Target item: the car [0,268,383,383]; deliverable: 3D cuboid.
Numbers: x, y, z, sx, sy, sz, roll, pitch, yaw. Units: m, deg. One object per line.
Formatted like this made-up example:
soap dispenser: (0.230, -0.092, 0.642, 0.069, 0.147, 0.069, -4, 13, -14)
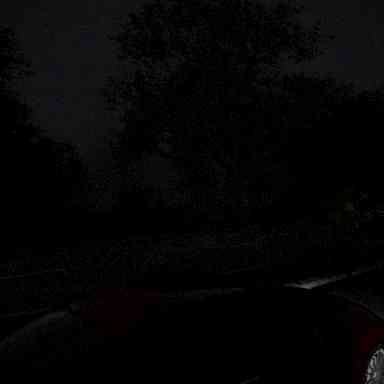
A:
car: (0.118, 1.514, 3.219, 4.674, 1.442, 1.812, -1, 0, -36)
